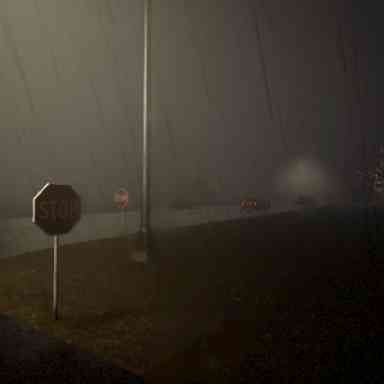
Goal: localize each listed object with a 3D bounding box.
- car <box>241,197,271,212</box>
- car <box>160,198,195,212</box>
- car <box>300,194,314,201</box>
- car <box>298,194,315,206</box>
[{"bbox_3d":[7.550,1.337,38.803,2.097,1.767,4.553,1,0,34],"label":"car"},{"bbox_3d":[-1.584,1.433,37.796,2.128,1.511,4.902,1,1,34],"label":"car"},{"bbox_3d":[28.715,1.354,82.857,2.097,1.767,4.553,1,0,34],"label":"car"},{"bbox_3d":[19.812,1.388,57.586,2.097,1.767,4.553,1,0,30],"label":"car"}]
